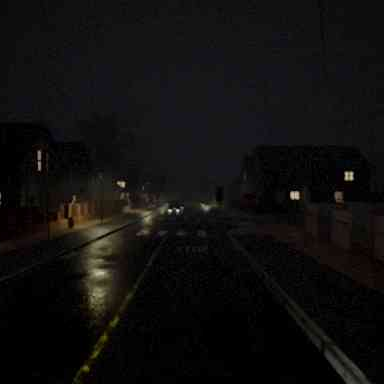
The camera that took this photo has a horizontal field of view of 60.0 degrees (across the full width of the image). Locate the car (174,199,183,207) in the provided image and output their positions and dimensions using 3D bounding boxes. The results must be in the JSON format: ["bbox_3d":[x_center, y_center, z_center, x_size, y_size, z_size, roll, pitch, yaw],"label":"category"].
[{"bbox_3d":[-2.782,2.240,68.715,1.812,1.442,4.674,0,-1,0],"label":"car"}]

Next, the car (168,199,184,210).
[{"bbox_3d":[-2.831,2.056,53.647,2.033,1.411,5.357,0,-1,0],"label":"car"}]

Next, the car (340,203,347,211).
[{"bbox_3d":[11.375,1.539,24.153,4.902,1.511,2.128,-1,-1,0],"label":"car"}]
